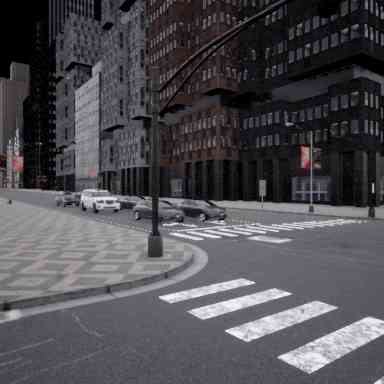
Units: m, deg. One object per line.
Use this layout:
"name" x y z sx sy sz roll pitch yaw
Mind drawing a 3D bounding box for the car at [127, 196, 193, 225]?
"car" -2.291 1.260 22.246 1.837 1.490 4.892 0 0 -36

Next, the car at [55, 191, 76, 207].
"car" -14.942 0.991 39.789 2.033 1.411 5.357 0 1 -36

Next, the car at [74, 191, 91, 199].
"car" -21.885 0.564 66.395 1.812 1.442 4.674 0 1 -36

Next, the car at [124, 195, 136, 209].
"car" -5.552 1.113 32.320 1.837 1.490 4.892 0 1 -36

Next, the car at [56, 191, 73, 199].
"car" -24.955 0.532 65.093 1.837 1.490 4.892 0 1 -36

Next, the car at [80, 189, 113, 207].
"car" -11.869 0.672 41.093 2.150 2.045 5.566 0 1 -35

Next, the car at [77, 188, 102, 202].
"car" -16.569 0.476 53.473 2.150 2.045 5.566 0 1 -36

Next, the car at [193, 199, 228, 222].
"car" 0.516 1.260 23.904 1.837 1.490 4.892 0 1 -37

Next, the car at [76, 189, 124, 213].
"car" -8.722 0.819 31.158 2.150 2.045 5.566 0 1 -36
